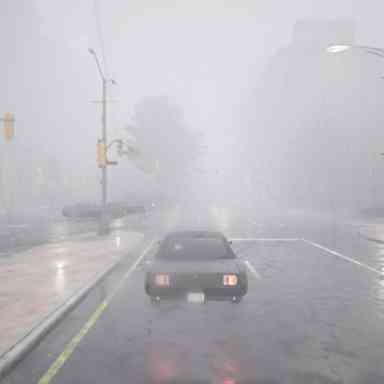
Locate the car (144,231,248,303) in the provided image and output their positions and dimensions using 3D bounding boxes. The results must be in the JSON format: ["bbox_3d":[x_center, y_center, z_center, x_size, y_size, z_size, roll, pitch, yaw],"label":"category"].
[{"bbox_3d":[0.076,1.598,8.166,1.895,1.301,4.718,0,0,0],"label":"car"}]

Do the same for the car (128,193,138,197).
[{"bbox_3d":[-11.524,1.196,64.528,2.150,2.045,5.566,0,0,1],"label":"car"}]

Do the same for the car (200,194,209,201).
[{"bbox_3d":[3.518,1.485,86.850,2.128,1.511,4.902,0,0,0],"label":"car"}]

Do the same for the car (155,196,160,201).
[{"bbox_3d":[-8.016,1.538,65.750,1.994,1.385,4.181,0,0,1],"label":"car"}]

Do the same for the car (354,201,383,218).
[{"bbox_3d":[17.127,1.514,29.947,4.674,1.442,1.812,0,0,0],"label":"car"}]

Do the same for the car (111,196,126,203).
[{"bbox_3d":[-14.735,1.569,66.823,1.895,1.301,4.718,0,0,0],"label":"car"}]

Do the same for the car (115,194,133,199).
[{"bbox_3d":[-11.576,1.504,55.116,1.812,1.442,4.674,0,0,0],"label":"car"}]

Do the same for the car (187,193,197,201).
[{"bbox_3d":[0.018,1.185,86.464,2.150,2.045,5.566,0,0,0],"label":"car"}]

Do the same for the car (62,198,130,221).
[{"bbox_3d":[-7.745,1.481,26.325,4.902,1.511,2.128,0,0,0],"label":"car"}]

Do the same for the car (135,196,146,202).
[{"bbox_3d":[-11.484,1.523,74.412,1.994,1.385,4.181,0,0,0],"label":"car"}]

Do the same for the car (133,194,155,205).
[{"bbox_3d":[-8.076,1.525,56.514,2.033,1.411,5.357,0,0,0],"label":"car"}]

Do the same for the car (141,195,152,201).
[{"bbox_3d":[-11.482,1.492,84.645,2.128,1.511,4.902,0,0,0],"label":"car"}]

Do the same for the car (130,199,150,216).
[{"bbox_3d":[-6.753,1.588,31.659,4.718,1.301,1.895,0,0,-21],"label":"car"}]
